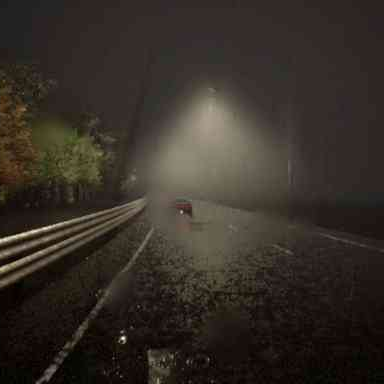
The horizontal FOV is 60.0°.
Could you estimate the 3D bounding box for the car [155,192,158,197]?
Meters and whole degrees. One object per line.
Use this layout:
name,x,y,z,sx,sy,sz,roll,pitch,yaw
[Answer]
car,-9.271,0.764,92.928,1.895,1.301,4.718,0,1,-8

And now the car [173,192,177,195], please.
car,-4.851,0.756,86.353,2.033,1.411,5.357,0,1,-8

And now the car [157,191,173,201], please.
car,-5.096,0.983,62.805,1.812,1.442,4.674,0,1,-8

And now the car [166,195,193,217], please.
car,-1.004,1.276,28.089,1.837,1.490,4.892,0,0,-4
